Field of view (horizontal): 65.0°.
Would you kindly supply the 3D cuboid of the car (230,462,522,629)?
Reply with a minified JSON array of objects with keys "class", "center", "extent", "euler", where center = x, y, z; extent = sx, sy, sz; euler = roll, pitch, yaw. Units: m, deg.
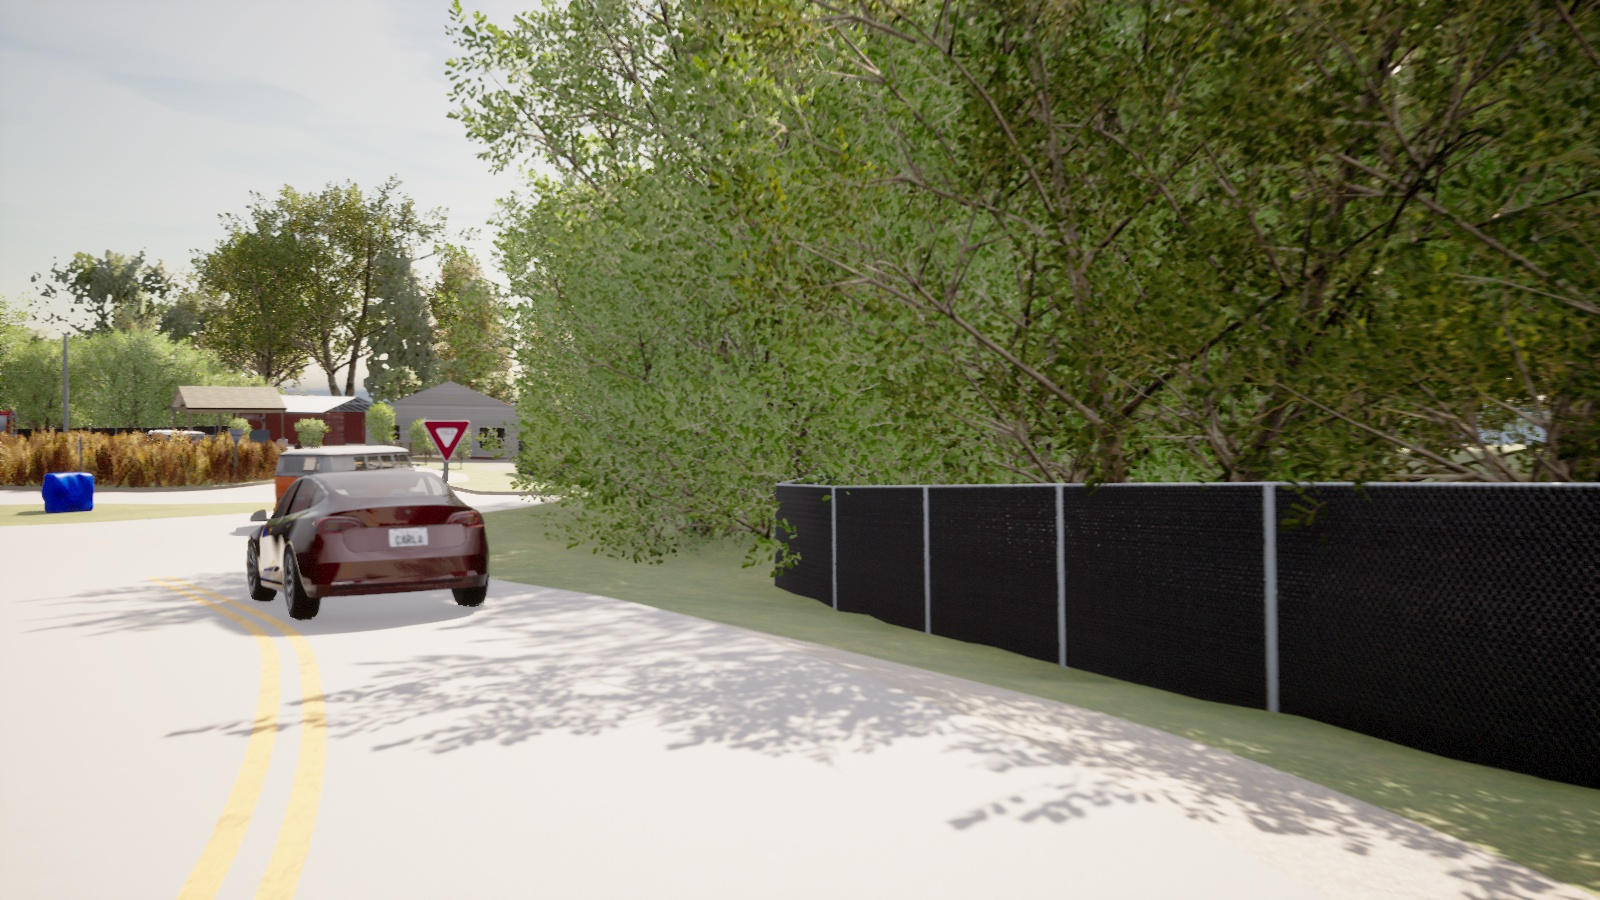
[{"class":"car","center":[-4.948,0.984,14.124],"extent":[2.163,1.488,4.792],"euler":[-1,-2,-30]}]

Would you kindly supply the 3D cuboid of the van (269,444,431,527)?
[{"class":"van","center":[-12.013,0.883,33.848],"extent":[1.775,1.987,4.442],"euler":[0,2,17]}]
